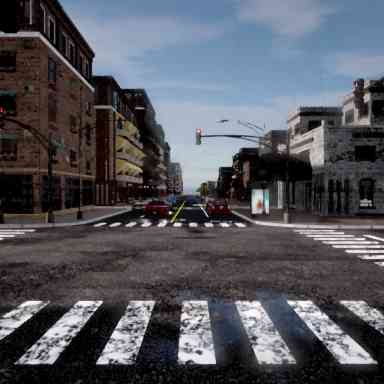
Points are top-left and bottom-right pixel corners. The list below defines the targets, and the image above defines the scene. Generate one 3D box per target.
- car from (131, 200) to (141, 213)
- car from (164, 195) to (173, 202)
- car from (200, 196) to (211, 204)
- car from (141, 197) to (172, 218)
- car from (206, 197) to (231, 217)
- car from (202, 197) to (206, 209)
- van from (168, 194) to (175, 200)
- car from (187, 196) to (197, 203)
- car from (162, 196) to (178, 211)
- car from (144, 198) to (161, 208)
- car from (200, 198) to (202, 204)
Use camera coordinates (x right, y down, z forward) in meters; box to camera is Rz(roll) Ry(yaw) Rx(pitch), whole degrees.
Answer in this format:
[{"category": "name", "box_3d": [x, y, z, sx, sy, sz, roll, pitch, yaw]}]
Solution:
[{"category": "car", "box_3d": [-5.765, 1.561, 37.518, 2.008, 1.369, 4.403, 0, 0, 0]}, {"category": "car", "box_3d": [-5.850, 1.592, 82.921, 1.752, 1.417, 4.829, -1, 0, 0]}, {"category": "car", "box_3d": [2.563, 1.591, 66.030, 2.008, 1.369, 4.403, -1, 0, 0]}, {"category": "car", "box_3d": [-3.154, 1.483, 30.634, 1.882, 1.535, 5.008, 0, 0, 0]}, {"category": "car", "box_3d": [2.625, 1.446, 31.849, 1.967, 1.590, 4.097, 0, 0, 0]}, {"category": "car", "box_3d": [2.605, 1.597, 43.243, 1.802, 1.307, 4.206, 0, 0, 0]}, {"category": "van", "box_3d": [-5.873, 1.430, 94.485, 1.690, 1.788, 3.998, -1, 0, 0]}, {"category": "car", "box_3d": [-0.041, 1.593, 70.303, 2.033, 1.411, 5.357, 0, 0, 0]}, {"category": "car", "box_3d": [-3.170, 1.560, 40.965, 2.033, 1.411, 5.357, 0, 0, 0]}, {"category": "car", "box_3d": [-5.786, 1.571, 48.912, 2.008, 1.369, 4.403, 0, 0, 0]}, {"category": "car", "box_3d": [2.594, 1.571, 48.940, 2.008, 1.369, 4.403, 0, 0, 0]}]
